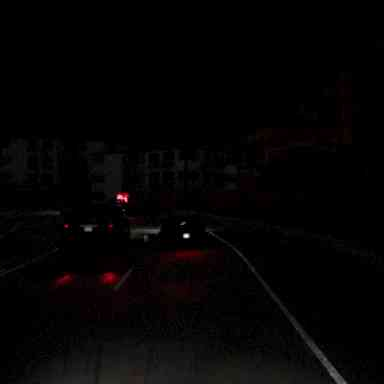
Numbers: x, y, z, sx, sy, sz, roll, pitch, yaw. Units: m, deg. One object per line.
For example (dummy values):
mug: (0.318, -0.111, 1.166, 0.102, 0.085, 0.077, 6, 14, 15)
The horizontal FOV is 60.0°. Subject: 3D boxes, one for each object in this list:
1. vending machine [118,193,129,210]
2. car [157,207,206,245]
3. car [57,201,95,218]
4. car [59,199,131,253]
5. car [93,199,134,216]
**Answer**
vending machine: (-8.715, 1.135, 42.127, 0.880, 2.100, 1.100, 0, 0, 41)
car: (-0.526, 1.482, 15.555, 1.837, 1.490, 4.892, 0, 0, -7)
car: (-10.831, 1.557, 30.956, 1.895, 1.301, 4.718, 0, 0, -38)
car: (-3.820, 1.332, 13.798, 2.097, 1.767, 4.553, 0, 0, -5)
car: (-7.736, 1.445, 32.499, 2.128, 1.511, 4.902, 0, 0, -37)
